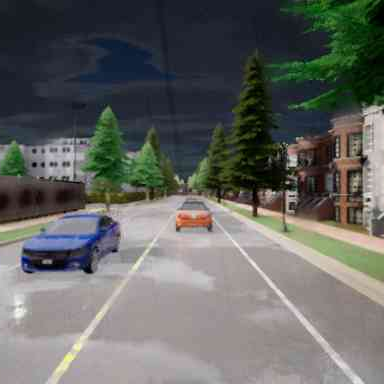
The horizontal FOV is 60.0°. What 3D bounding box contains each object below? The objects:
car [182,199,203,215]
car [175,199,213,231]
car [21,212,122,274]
[{"bbox_3d":[-0.042,1.460,34.043,1.837,1.490,4.892,0,0,-3],"label":"car"},{"bbox_3d":[0.104,1.330,20.258,2.097,1.767,4.553,0,1,0],"label":"car"},{"bbox_3d":[-3.598,1.463,10.776,1.882,1.535,5.008,0,0,0],"label":"car"}]
